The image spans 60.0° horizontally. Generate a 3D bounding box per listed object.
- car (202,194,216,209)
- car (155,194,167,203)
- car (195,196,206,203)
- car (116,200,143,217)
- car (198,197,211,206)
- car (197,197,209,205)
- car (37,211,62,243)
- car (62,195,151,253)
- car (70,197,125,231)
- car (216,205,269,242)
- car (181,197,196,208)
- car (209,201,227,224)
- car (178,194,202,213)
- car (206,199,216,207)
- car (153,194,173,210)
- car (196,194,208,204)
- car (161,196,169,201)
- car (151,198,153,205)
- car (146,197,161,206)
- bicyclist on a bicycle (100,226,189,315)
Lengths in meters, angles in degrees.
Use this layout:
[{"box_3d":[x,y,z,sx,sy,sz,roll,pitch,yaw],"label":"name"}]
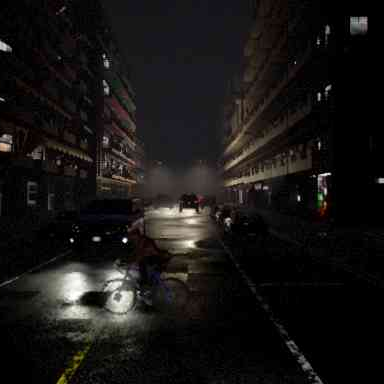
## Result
[{"box_3d":[2.171,1.334,44.023,2.192,1.841,5.009,1,0,-1],"label":"car"},{"box_3d":[-6.560,1.354,71.787,2.192,1.841,5.009,1,0,-1],"label":"car"},{"box_3d":[1.817,1.589,71.860,2.008,1.369,4.403,1,0,-1],"label":"car"},{"box_3d":[-6.069,1.538,32.645,1.752,1.417,4.829,1,0,-1],"label":"car"},{"box_3d":[2.028,1.577,55.157,2.008,1.369,4.403,1,0,-1],"label":"car"},{"box_3d":[1.958,1.575,60.724,1.887,1.381,4.507,1,0,-1],"label":"car"},{"box_3d":[-5.861,1.550,16.113,1.887,1.381,4.507,1,0,-1],"label":"car"},{"box_3d":[-3.252,1.225,13.986,2.150,2.045,5.566,0,0,-1],"label":"car"},{"box_3d":[-5.928,1.323,21.681,2.192,1.841,5.009,1,0,-1],"label":"car"},{"box_3d":[2.519,1.556,16.186,2.008,1.369,4.403,1,0,-1],"label":"car"},{"box_3d":[-0.483,1.513,48.243,2.128,1.511,4.902,0,0,-1],"label":"car"},{"box_3d":[2.449,1.558,21.753,2.008,1.369,4.403,1,0,-1],"label":"car"},{"box_3d":[-0.351,1.237,37.759,2.150,2.045,5.566,0,0,-1],"label":"car"},{"box_3d":[2.377,1.535,27.490,1.752,1.417,4.829,1,0,-1],"label":"car"},{"box_3d":[-3.615,1.240,42.554,2.150,2.045,5.566,0,0,-1],"label":"car"},{"box_3d":[1.890,1.349,66.292,2.192,1.841,5.009,1,0,-1],"label":"car"},{"box_3d":[-6.704,1.630,82.923,1.802,1.307,4.206,1,0,-1],"label":"car"},{"box_3d":[-6.139,1.331,38.383,2.192,1.841,5.009,1,0,-1],"label":"car"},{"box_3d":[-6.353,1.593,55.086,1.947,1.339,4.313,1,0,-1],"label":"car"},{"box_3d":[-0.877,1.454,6.094,1.656,1.620,0.582,0,0,-1],"label":"bicyclist on a bicycle"}]
